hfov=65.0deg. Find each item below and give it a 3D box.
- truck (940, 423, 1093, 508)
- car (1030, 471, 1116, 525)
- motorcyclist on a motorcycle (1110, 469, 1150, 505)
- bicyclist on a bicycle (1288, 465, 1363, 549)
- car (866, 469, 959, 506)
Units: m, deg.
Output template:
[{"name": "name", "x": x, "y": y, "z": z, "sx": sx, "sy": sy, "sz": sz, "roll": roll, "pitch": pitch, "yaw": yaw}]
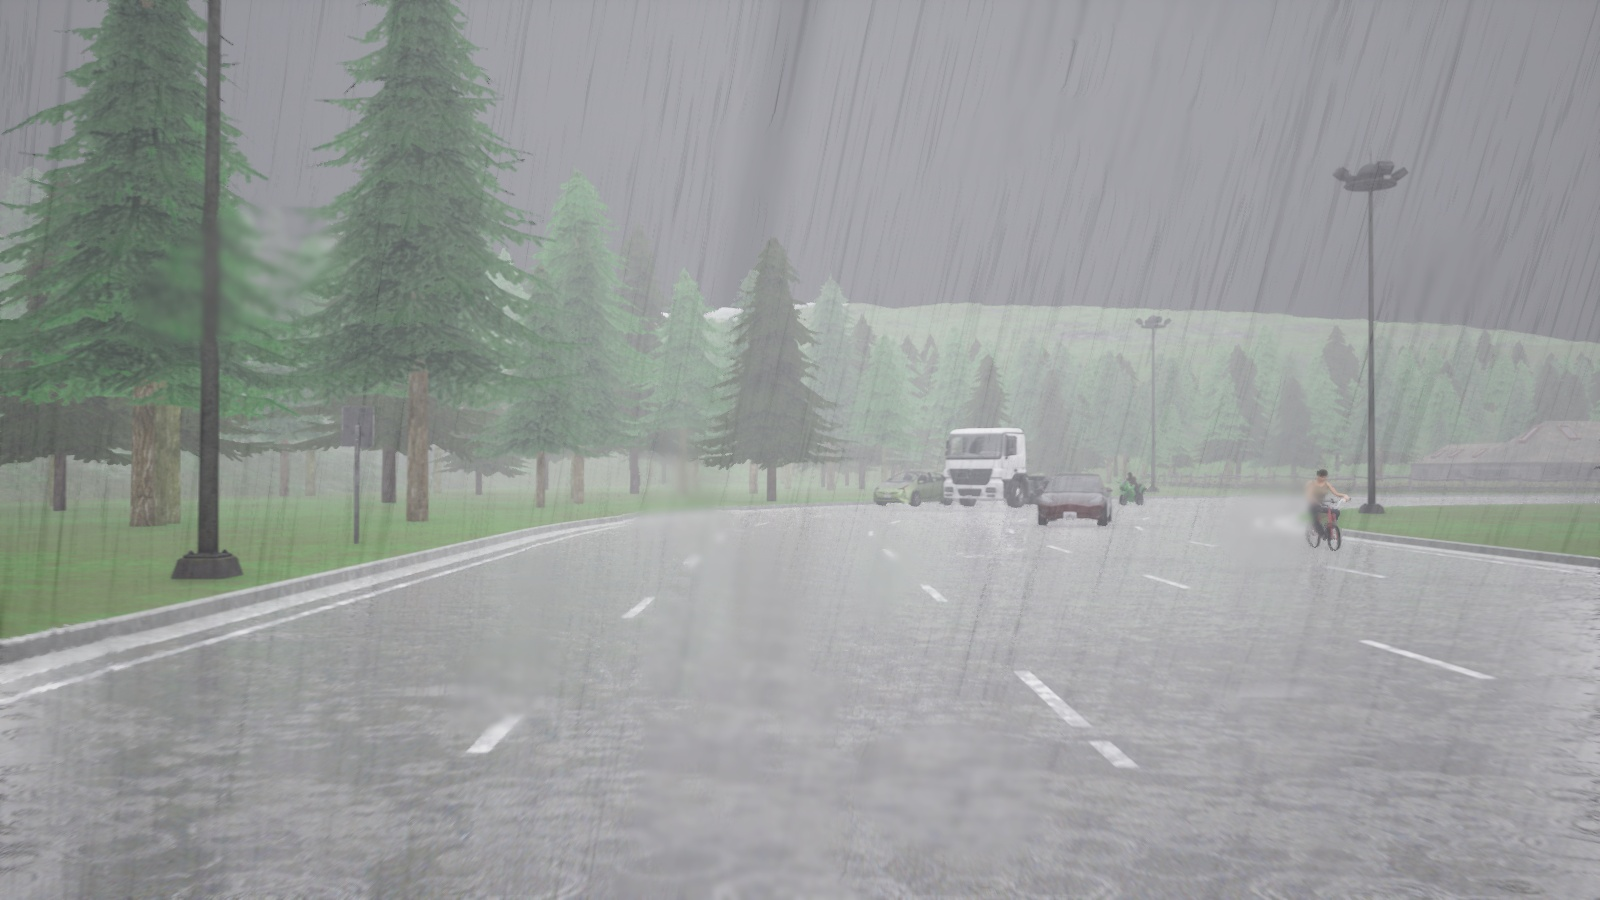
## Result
[{"name": "truck", "x": 9.653, "y": 0.683, "z": 55.380, "sx": 2.891, "sy": 3.462, "sz": 7.936, "roll": -1, "pitch": -1, "yaw": 41}, {"name": "car", "x": 8.173, "y": 1.379, "z": 37.232, "sx": 2.163, "sy": 1.488, "sz": 4.792, "roll": -1, "pitch": -1, "yaw": 16}, {"name": "motorcyclist on a motorcycle", "x": 14.643, "y": 1.633, "z": 55.765, "sx": 0.797, "sy": 1.523, "sz": 2.044, "roll": 0, "pitch": 0, "yaw": 45}, {"name": "bicyclist on a bicycle", "x": 10.475, "y": 1.111, "z": 25.063, "sx": 0.866, "sy": 1.612, "sz": 1.509, "roll": 0, "pitch": -1, "yaw": 1}, {"name": "car", "x": 4.975, "y": 1.623, "z": 54.940, "sx": 2.007, "sy": 1.525, "sz": 4.514, "roll": -1, "pitch": -1, "yaw": 36}]
